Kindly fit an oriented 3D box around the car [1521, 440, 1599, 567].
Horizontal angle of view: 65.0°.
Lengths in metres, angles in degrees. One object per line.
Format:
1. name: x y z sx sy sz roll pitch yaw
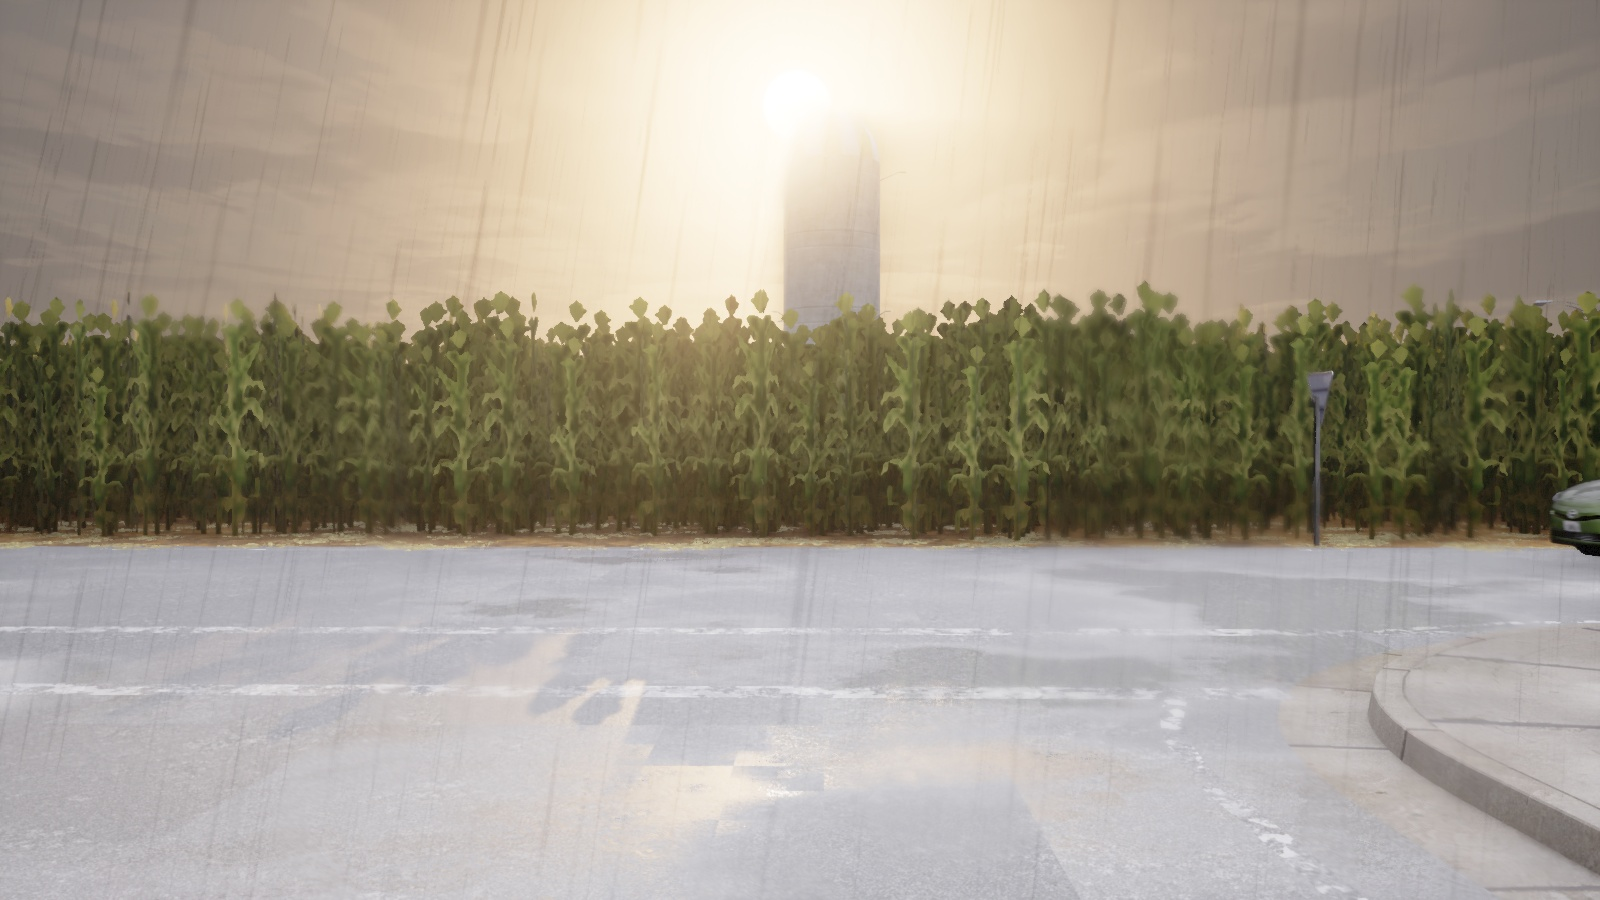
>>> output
1. car: 11.919 0.640 15.802 4.514 1.525 2.007 0 0 1
